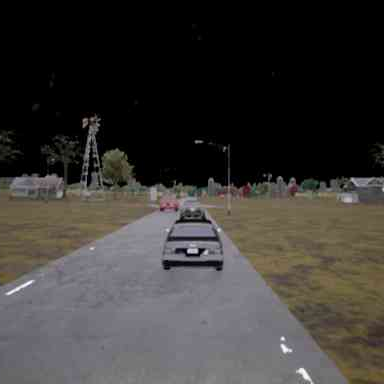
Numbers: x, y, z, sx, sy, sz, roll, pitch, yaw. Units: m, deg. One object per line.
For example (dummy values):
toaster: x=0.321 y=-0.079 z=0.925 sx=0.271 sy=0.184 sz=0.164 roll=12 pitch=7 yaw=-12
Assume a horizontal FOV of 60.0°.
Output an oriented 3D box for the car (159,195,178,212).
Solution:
car: x=-2.809 y=1.435 z=41.597 sx=2.150 sy=2.045 sz=5.566 roll=0 pitch=-1 yaw=0

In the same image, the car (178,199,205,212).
car: x=0.073 y=1.512 z=29.745 sx=2.097 sy=1.767 sz=4.553 roll=0 pitch=0 yaw=0

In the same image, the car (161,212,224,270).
car: x=0.044 y=1.618 z=11.302 sx=2.033 sy=1.411 sz=5.357 roll=0 pitch=0 yaw=1
